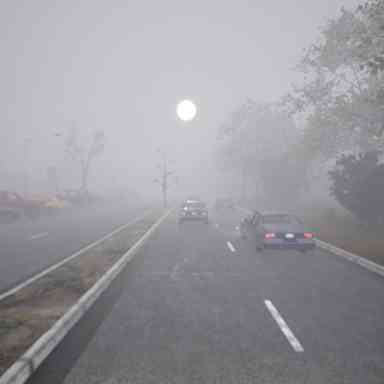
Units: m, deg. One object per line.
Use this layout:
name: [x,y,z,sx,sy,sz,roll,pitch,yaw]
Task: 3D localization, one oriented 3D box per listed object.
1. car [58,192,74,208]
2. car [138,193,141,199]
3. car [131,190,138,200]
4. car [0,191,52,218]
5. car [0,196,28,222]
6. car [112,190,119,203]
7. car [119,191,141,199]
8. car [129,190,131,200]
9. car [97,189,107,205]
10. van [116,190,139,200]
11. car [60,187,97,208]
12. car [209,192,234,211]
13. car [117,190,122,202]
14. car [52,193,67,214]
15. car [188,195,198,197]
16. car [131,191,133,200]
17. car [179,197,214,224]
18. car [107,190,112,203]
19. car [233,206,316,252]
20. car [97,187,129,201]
car: [-13.984,1.098,30.786,5.366,1.575,1.946,-1,1,-20]
car: [-13.724,0.541,66.894,5.566,2.045,2.435,-1,0,-20]
car: [-13.796,0.562,63.858,5.566,2.045,2.435,-1,1,-20]
car: [-13.794,0.926,24.865,5.566,2.045,2.435,-1,1,-20]
car: [-13.790,1.249,21.866,4.792,1.488,2.163,-1,1,-20]
car: [-13.807,0.919,48.859,4.892,1.521,2.231,-1,0,-20]
car: [-13.634,0.626,72.909,4.553,1.767,2.185,-1,1,-19]
car: [-13.964,0.853,57.796,5.366,1.575,1.946,-1,1,-20]
car: [-13.774,0.841,42.862,4.553,1.767,2.185,-1,1,-20]
van: [-13.609,0.545,69.931,4.442,1.987,1.878,-1,0,-19]
car: [-13.835,0.777,36.834,5.566,2.045,2.435,-1,1,-20]
car: [3.100,1.068,33.379,2.128,1.511,4.902,0,1,0]
car: [-13.823,0.925,51.843,4.792,1.488,2.163,-1,1,-20]
car: [-13.639,1.129,27.920,5.366,1.575,1.946,-1,1,-20]
car: [0.100,1.056,41.360,1.994,1.385,4.181,0,1,0]
car: [-13.775,0.873,60.864,4.674,1.452,2.002,-1,1,-20]
car: [0.100,1.276,21.836,2.033,1.411,5.357,0,1,0]
car: [-13.835,0.817,45.848,4.553,1.767,2.185,-1,0,-20]
car: [3.100,1.405,13.072,2.033,1.411,5.357,0,1,0]
car: [-13.824,0.623,54.845,5.566,2.045,2.435,-1,1,-20]
